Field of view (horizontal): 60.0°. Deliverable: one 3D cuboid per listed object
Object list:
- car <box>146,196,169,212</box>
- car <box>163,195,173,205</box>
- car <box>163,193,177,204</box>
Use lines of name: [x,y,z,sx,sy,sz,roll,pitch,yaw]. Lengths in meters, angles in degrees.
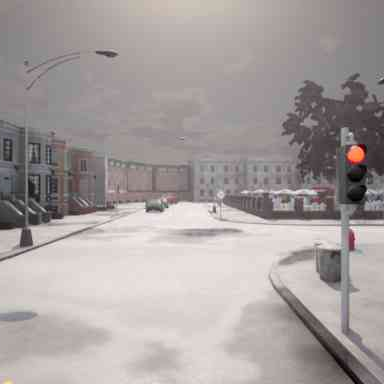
car: [-4.170,1.541,38.333,2.033,1.411,5.357,0,0,-1]
car: [-4.220,1.540,47.166,2.033,1.411,5.357,0,0,-1]
car: [-4.198,1.214,59.243,2.150,2.045,5.566,0,0,9]
